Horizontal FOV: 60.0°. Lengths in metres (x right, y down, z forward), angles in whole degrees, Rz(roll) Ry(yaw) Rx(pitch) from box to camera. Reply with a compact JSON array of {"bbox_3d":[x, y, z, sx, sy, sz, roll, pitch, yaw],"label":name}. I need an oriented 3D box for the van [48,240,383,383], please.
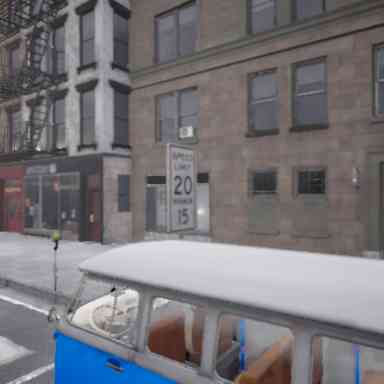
[{"bbox_3d":[0.655,1.346,2.343,3.998,1.788,1.690,0,0,36],"label":"van"}]
